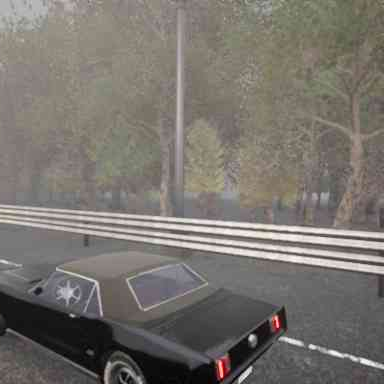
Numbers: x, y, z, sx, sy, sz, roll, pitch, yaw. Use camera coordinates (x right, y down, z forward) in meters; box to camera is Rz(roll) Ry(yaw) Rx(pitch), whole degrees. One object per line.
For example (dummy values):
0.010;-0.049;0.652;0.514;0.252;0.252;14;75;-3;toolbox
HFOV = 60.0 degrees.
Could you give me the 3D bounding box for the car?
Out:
-1.241;1.557;4.759;4.718;1.301;1.895;1;0;36;car
